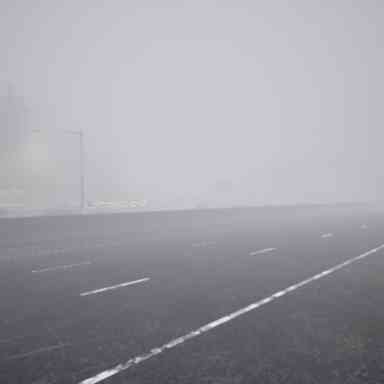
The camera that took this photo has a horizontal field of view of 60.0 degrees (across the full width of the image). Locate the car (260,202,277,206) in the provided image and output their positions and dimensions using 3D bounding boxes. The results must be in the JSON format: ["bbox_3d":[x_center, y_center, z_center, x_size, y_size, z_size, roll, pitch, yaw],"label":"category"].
[{"bbox_3d":[13.333,2.608,59.310,1.882,1.535,5.008,-2,-2,43],"label":"car"}]

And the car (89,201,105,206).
[{"bbox_3d":[-15.286,2.190,52.081,2.033,1.411,5.357,-1,0,19],"label":"car"}]

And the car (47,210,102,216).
[{"bbox_3d":[-8.103,2.228,25.317,1.895,1.301,4.718,-2,-2,42],"label":"car"}]

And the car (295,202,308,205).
[{"bbox_3d":[17.608,2.424,53.640,1.882,1.535,5.008,-2,-2,43],"label":"car"}]

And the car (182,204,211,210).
[{"bbox_3d":[0.633,2.460,45.362,2.128,1.511,4.902,-2,-2,42],"label":"car"}]

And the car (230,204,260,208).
[{"bbox_3d":[5.844,2.273,40.701,1.882,1.535,5.008,-2,-2,42],"label":"car"}]

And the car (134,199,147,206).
[{"bbox_3d":[-9.991,2.059,66.462,1.994,1.385,4.181,-1,0,21],"label":"car"}]

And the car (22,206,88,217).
[{"bbox_3d":[-12.652,2.175,30.603,2.033,1.411,5.357,5,3,42],"label":"car"}]

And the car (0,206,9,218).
[{"bbox_3d":[-21.424,2.044,34.570,1.812,1.442,4.674,-1,-1,22],"label":"car"}]
